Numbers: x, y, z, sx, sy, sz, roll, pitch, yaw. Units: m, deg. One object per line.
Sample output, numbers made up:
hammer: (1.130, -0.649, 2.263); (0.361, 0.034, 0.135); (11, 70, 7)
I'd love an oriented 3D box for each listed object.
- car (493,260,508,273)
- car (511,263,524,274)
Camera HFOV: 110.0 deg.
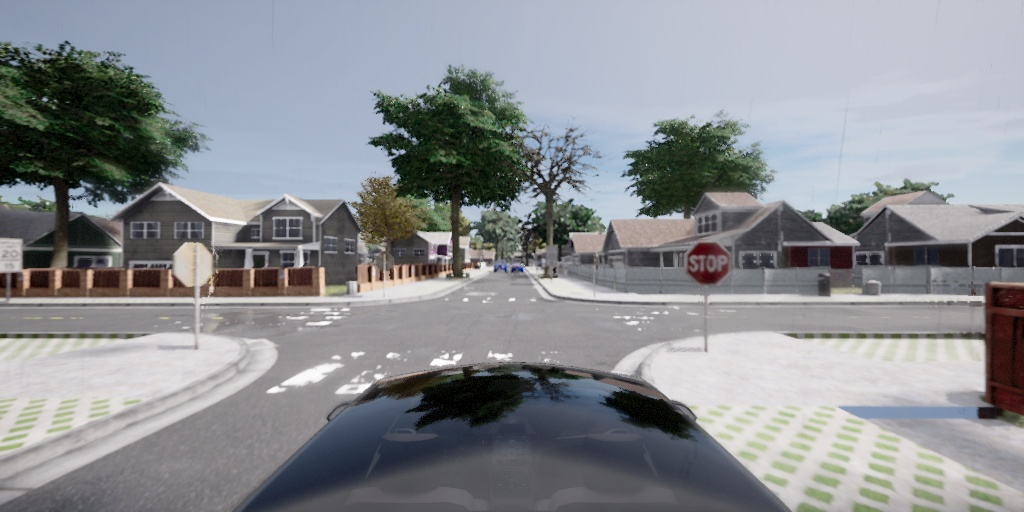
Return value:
car: (-1.867, 1.722, 60.370); (2.150, 2.045, 5.566); (0, -1, 1)
car: (0.819, 1.926, 56.186); (1.882, 1.535, 5.008); (0, -1, 1)
